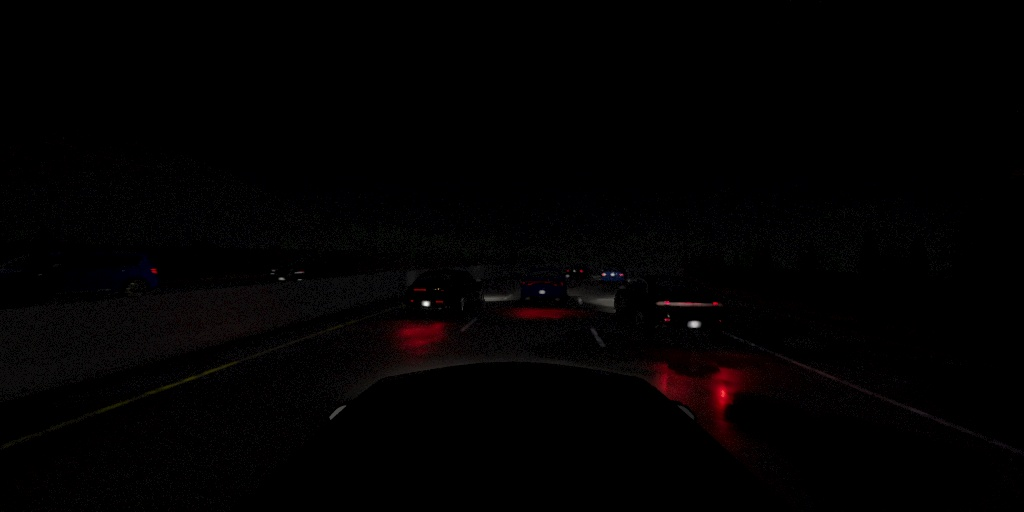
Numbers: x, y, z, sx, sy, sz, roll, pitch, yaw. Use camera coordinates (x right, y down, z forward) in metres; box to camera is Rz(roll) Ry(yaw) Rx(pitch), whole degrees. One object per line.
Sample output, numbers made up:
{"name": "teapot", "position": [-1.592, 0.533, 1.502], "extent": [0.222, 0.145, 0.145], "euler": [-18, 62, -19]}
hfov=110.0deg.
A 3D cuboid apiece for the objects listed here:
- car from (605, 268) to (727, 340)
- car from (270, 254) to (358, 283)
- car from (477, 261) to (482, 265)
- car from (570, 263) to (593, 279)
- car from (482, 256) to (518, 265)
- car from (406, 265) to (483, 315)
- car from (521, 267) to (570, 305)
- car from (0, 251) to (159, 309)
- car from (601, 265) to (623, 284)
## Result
{"name": "car", "position": [4.250, 1.295, 10.308], "extent": [2.128, 1.511, 4.902], "euler": [0, 0, 6]}
{"name": "car", "position": [-11.821, 0.882, 21.954], "extent": [2.150, 2.045, 5.566], "euler": [0, 0, 12]}
{"name": "car", "position": [-3.243, 1.117, 55.672], "extent": [2.150, 2.045, 5.566], "euler": [1, 0, 25]}
{"name": "car", "position": [6.469, 1.403, 34.119], "extent": [2.033, 1.411, 5.357], "euler": [1, 0, 22]}
{"name": "car", "position": [-1.023, 1.021, 43.668], "extent": [2.150, 2.045, 5.566], "euler": [1, 0, 24]}
{"name": "car", "position": [-2.375, 1.247, 13.616], "extent": [1.837, 1.490, 4.892], "euler": [0, 0, 7]}
{"name": "car", "position": [1.584, 1.262, 16.451], "extent": [1.882, 1.535, 5.008], "euler": [0, 0, 9]}
{"name": "car", "position": [-16.724, 0.822, 13.332], "extent": [2.150, 2.045, 5.566], "euler": [0, 0, 7]}
{"name": "car", "position": [8.070, 1.411, 28.304], "extent": [2.033, 1.411, 5.357], "euler": [1, 0, 18]}
